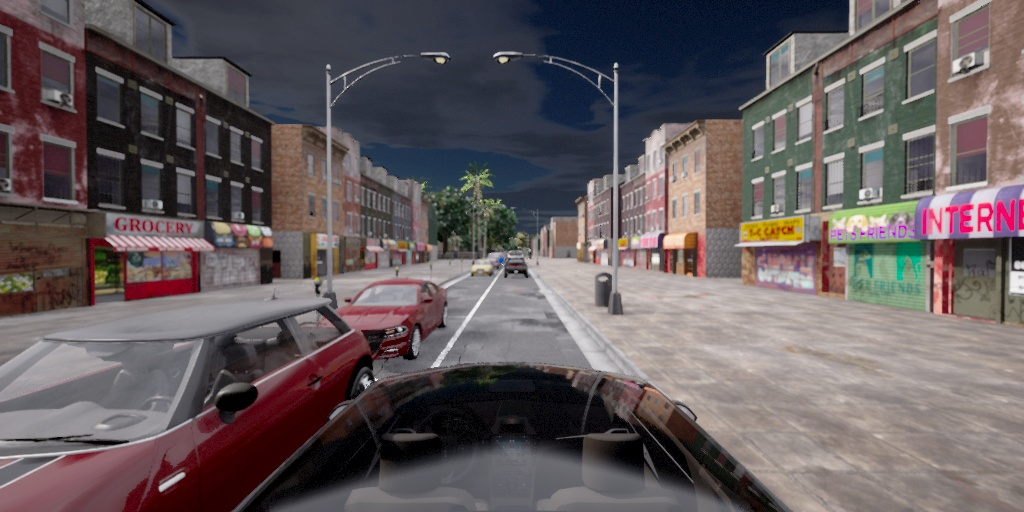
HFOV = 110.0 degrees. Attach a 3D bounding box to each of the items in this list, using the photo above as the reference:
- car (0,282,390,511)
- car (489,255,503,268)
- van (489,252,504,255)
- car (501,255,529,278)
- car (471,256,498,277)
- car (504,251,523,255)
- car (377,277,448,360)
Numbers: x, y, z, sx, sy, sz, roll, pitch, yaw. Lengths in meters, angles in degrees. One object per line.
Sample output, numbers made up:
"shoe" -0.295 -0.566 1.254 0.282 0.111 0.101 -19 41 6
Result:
"car" -2.643 1.177 2.681 1.967 1.591 4.097 0 0 1
"car" -2.309 0.827 40.923 1.802 1.307 4.207 0 0 1
"van" -2.262 0.523 46.386 1.690 1.789 3.998 0 0 1
"car" 0.324 0.893 28.968 1.837 1.490 4.892 0 1 1
"car" -2.406 0.901 29.828 1.751 1.417 4.829 0 0 0
"car" 0.461 0.416 44.768 2.150 2.045 5.566 0 0 1
"car" -2.595 1.210 8.145 1.888 1.381 4.507 0 0 1
